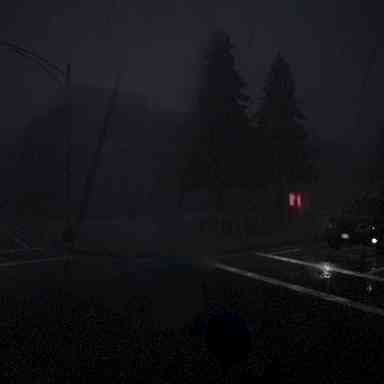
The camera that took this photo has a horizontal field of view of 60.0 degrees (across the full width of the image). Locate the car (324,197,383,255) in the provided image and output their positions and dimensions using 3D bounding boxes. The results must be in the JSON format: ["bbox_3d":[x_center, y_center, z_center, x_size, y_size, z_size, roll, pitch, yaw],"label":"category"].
[{"bbox_3d":[7.779,1.248,13.701,5.566,2.045,2.150,0,0,-36],"label":"car"}]
